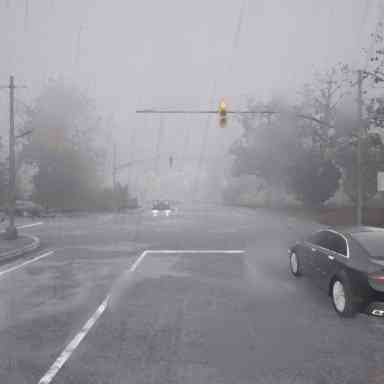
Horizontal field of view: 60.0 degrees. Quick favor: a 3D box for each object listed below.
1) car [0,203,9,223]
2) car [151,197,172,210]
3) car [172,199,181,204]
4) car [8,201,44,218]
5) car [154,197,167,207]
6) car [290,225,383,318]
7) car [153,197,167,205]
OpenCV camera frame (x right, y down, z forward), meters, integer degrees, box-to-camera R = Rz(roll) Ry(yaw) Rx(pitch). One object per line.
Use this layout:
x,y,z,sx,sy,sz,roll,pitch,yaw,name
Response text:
-15.476,1.675,23.002,4.718,1.301,1.895,-1,0,-3,car
-4.067,1.440,44.442,2.097,1.767,4.553,0,-1,-4,car
-4.376,2.432,83.133,1.895,1.301,4.718,0,-1,-22,car
-16.004,1.581,30.041,4.892,1.490,1.837,0,1,-2,car
-5.793,1.736,61.187,2.097,1.767,4.553,0,-1,-9,car
3.598,1.505,7.400,1.837,1.490,4.892,0,0,1,car
-8.062,2.218,82.959,2.097,1.767,4.553,0,-1,-25,car
